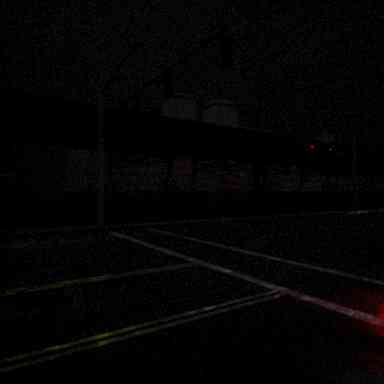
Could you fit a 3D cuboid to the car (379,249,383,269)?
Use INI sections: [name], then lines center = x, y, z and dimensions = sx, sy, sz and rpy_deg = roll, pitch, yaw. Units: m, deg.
[car]
center = 6.938, 1.608, 8.695
dimensions = 4.718, 1.301, 1.895
rpy_deg = 0, 0, -35
